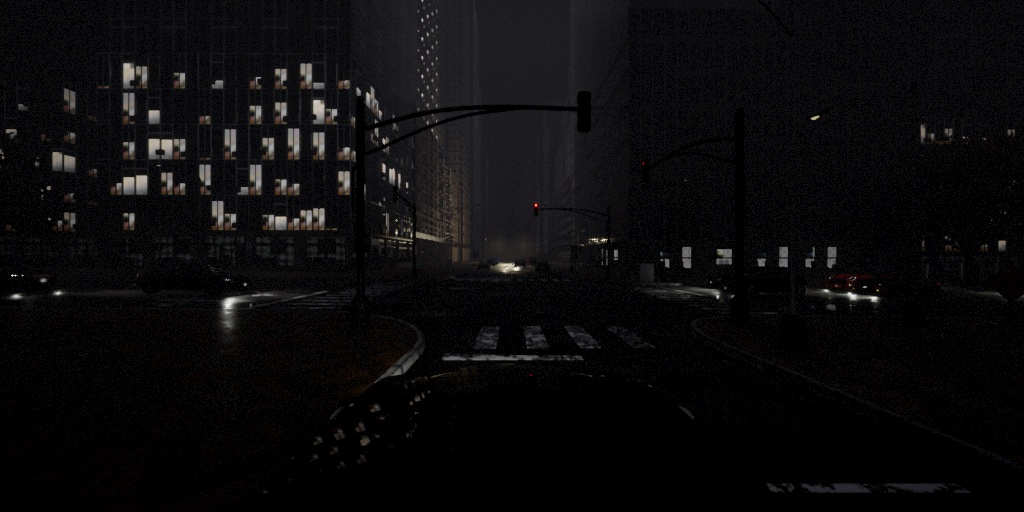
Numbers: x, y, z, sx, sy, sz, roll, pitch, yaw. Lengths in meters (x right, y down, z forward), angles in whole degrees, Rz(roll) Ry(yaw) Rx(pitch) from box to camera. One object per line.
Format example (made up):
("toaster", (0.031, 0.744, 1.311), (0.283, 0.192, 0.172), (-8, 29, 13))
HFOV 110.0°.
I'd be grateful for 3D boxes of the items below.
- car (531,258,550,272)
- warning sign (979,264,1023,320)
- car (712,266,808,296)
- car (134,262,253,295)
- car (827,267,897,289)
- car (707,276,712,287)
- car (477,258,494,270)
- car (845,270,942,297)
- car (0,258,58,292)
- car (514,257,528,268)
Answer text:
("car", (3.927, 1.328, 46.215), (1.948, 1.339, 4.313), (0, 0, 0))
("warning sign", (17.275, 1.204, 12.413), (1.060, 1.860, 1.300), (0, 0, -3))
("car", (15.141, 1.399, 21.774), (4.553, 1.767, 2.097), (1, 0, -3))
("car", (-14.950, 1.026, 16.927), (4.674, 1.442, 1.812), (1, 0, -1))
("car", (25.229, 1.579, 25.494), (4.553, 1.767, 2.097), (1, 0, -3))
("car", (16.187, 1.591, 25.076), (4.674, 1.442, 1.812), (1, 0, -3))
("car", (-4.026, 1.342, 51.708), (1.802, 1.307, 4.207), (0, 0, 0))
("car", (23.726, 1.765, 22.175), (4.181, 1.385, 1.994), (1, 0, -3))
("car", (-24.165, 0.822, 16.499), (4.902, 1.511, 2.128), (1, 0, -3))
("car", (1.337, 1.229, 63.619), (1.882, 1.535, 5.008), (0, 0, 0))
